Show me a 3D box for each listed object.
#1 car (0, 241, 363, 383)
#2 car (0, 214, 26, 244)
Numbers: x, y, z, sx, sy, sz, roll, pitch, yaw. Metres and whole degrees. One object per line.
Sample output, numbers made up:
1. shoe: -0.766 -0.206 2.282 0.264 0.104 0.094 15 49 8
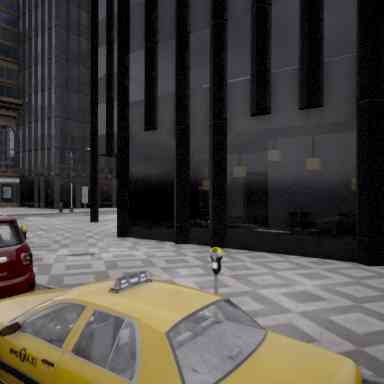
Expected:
1. car: -0.828 1.525 3.542 4.829 1.417 1.752 0 0 35
2. car: -5.123 1.314 6.570 5.009 1.841 2.192 0 0 35
